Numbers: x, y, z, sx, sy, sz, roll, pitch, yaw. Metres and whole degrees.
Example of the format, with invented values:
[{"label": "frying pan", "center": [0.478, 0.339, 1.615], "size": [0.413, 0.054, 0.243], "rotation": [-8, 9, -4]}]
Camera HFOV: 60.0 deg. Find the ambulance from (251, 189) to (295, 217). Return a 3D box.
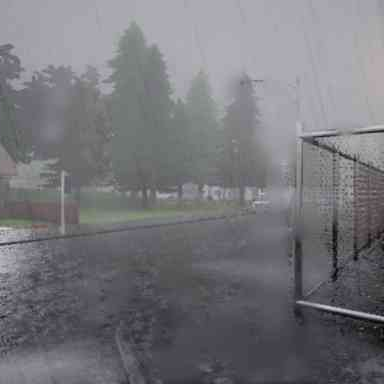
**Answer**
[{"label": "ambulance", "center": [7.721, 0.947, 31.262], "size": [2.351, 2.431, 6.366], "rotation": [1, 0, 35]}]
